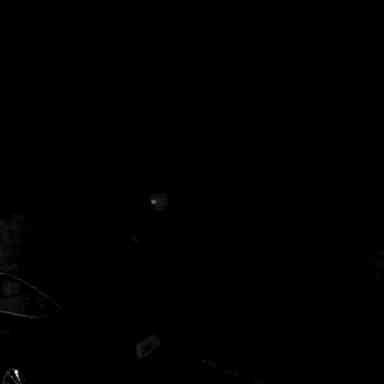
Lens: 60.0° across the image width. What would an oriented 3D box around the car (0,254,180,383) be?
[{"bbox_3d":[-2.121,1.538,4.483,4.313,1.339,1.947,0,0,36],"label":"car"}]
